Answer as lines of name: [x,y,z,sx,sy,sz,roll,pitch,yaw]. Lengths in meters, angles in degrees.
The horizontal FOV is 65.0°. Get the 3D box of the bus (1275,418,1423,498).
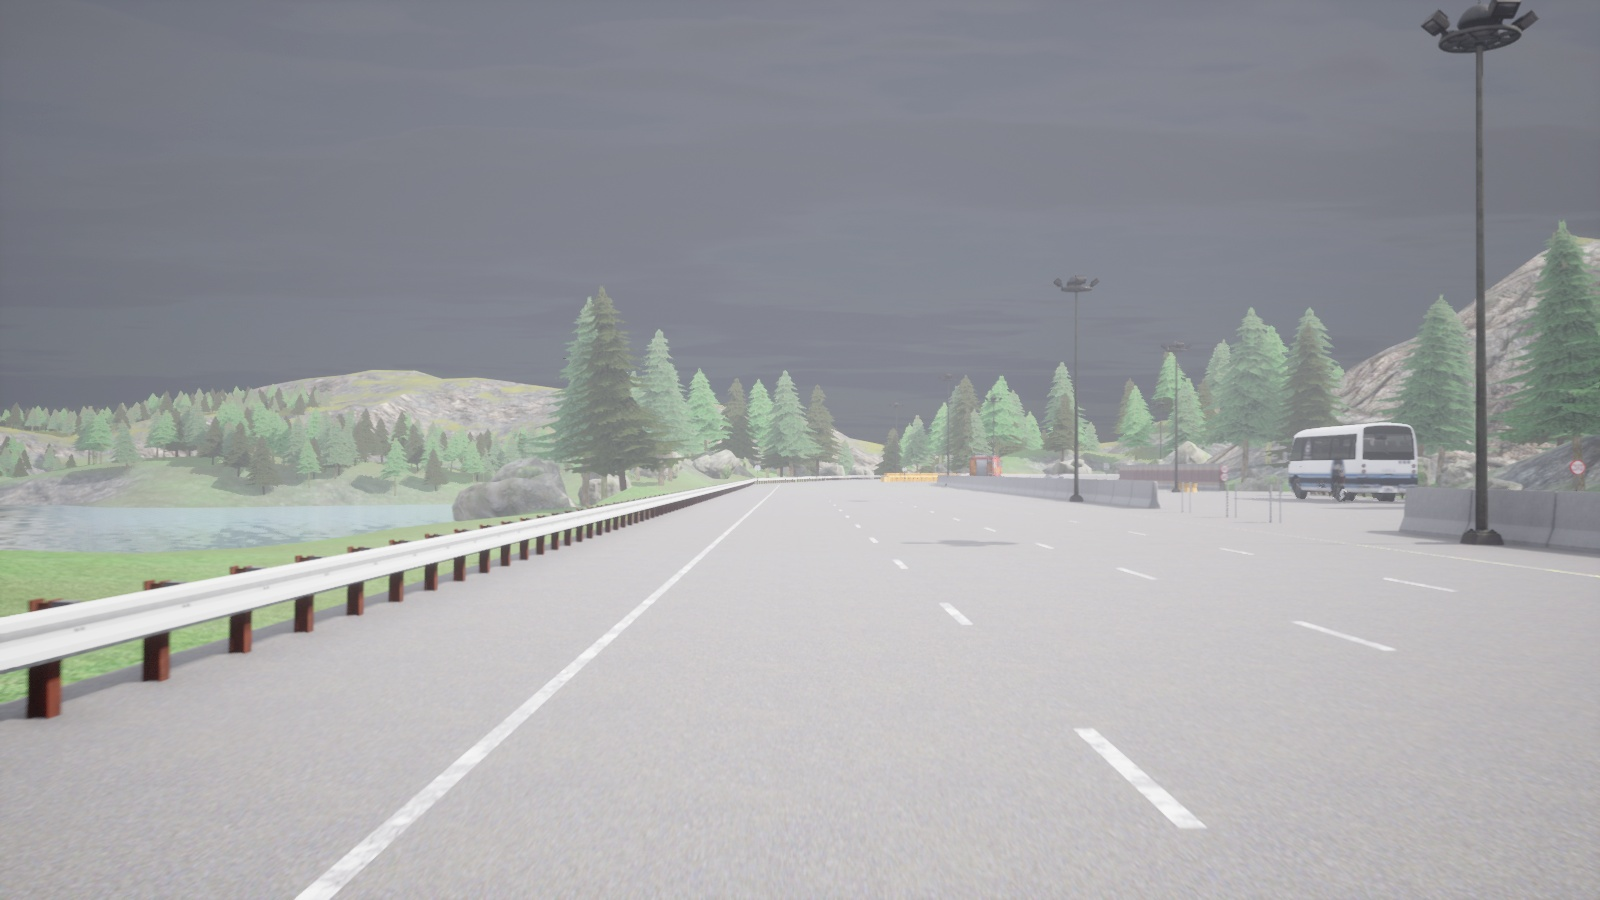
bus: [31.326,0.523,72.321,3.944,4.253,10.273,0,-1,0]
